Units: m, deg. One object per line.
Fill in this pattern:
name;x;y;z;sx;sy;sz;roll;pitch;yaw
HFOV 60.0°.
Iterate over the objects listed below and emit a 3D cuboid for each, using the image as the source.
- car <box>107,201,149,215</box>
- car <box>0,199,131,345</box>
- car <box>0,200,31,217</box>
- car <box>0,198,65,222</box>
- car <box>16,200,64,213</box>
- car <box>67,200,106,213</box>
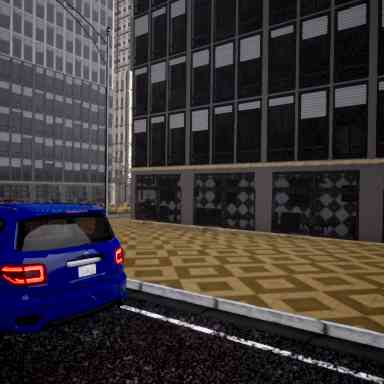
car;-7.351;1.830;38.740;1.752;1.417;4.829;1;0;36
car;-3.701;1.218;6.322;5.566;2.045;2.150;0;0;35
car;-18.847;1.616;32.904;1.837;1.490;4.892;1;0;36
car;-14.148;1.520;29.528;2.192;1.841;5.009;1;0;36
car;-17.646;1.643;38.903;1.752;1.417;4.829;1;0;36
car;-12.935;1.762;40.924;1.994;1.385;4.181;1;0;36
